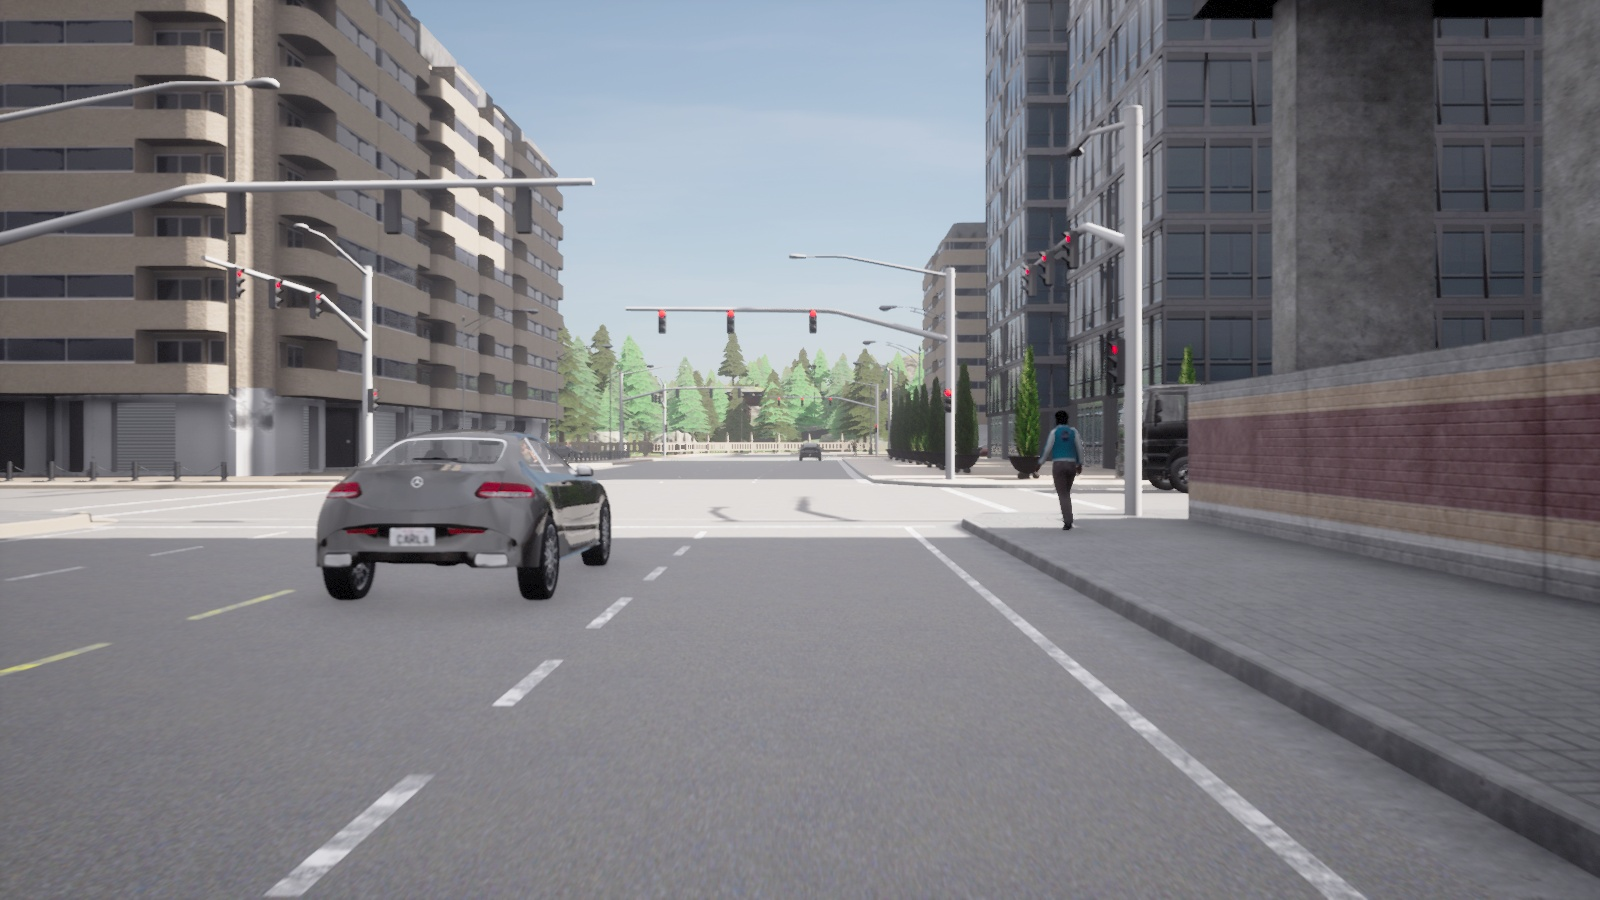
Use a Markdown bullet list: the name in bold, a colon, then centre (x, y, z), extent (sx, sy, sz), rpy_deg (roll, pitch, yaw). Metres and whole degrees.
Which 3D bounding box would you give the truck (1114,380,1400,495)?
- **truck**: centre (14.171, -0.391, 39.404), extent (7.936, 3.462, 2.891), rpy_deg (0, 0, 1)

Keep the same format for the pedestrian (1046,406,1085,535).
- **pedestrian**: centre (4.042, 0.298, 19.151), extent (0.396, 1.930, 0.692), rpy_deg (0, 0, -5)

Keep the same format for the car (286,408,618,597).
- **car**: centre (-3.408, 0.446, 13.495), extent (2.152, 1.651, 5.027), rpy_deg (0, 0, 0)
